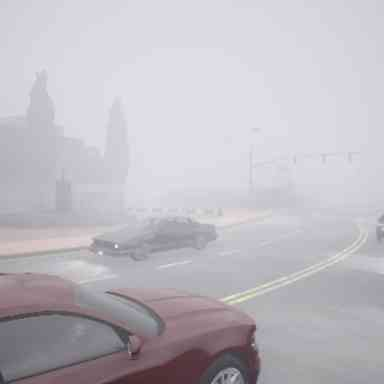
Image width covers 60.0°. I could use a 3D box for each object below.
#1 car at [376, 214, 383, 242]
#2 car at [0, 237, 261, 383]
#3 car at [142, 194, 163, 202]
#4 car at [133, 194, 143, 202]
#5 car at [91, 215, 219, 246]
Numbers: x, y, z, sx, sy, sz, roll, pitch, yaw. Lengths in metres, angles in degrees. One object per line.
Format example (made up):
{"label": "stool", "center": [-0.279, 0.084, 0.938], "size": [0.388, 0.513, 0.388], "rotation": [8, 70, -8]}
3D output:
{"label": "car", "center": [10.165, 1.696, 16.337], "size": [1.895, 1.301, 4.718], "rotation": [0, 0, 31]}
{"label": "car", "center": [-1.540, 1.490, 2.853], "size": [5.008, 1.535, 1.882], "rotation": [0, 0, -37]}
{"label": "car", "center": [-9.731, 1.781, 82.124], "size": [1.970, 1.475, 3.806], "rotation": [0, 0, 27]}
{"label": "car", "center": [-12.314, 1.545, 83.432], "size": [1.905, 1.878, 3.866], "rotation": [0, 0, 27]}
{"label": "car", "center": [-1.174, 1.609, 12.768], "size": [2.033, 1.411, 5.357], "rotation": [0, 0, 42]}
